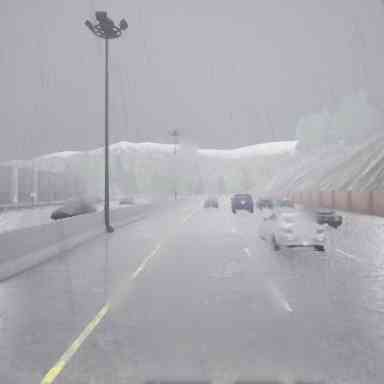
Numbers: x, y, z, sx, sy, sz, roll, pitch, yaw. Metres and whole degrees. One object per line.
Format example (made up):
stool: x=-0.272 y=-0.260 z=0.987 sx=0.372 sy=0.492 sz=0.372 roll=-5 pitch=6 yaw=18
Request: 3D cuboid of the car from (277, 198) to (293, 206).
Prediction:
car: x=13.419 y=1.526 z=48.268 sx=1.812 sy=1.442 sz=4.674 roll=0 pitch=0 yaw=4

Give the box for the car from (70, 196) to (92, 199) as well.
car: x=-15.233 y=1.507 z=43.537 sx=1.837 sy=1.490 sz=4.892 roll=0 pitch=-1 yaw=4

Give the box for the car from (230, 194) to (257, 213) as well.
car: x=5.485 y=1.223 z=36.695 sx=2.150 sy=2.045 sz=5.566 roll=0 pitch=0 yaw=5

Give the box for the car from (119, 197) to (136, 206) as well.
car: x=-10.802 y=1.564 z=55.710 sx=1.994 sy=1.385 sz=4.181 roll=0 pitch=0 yaw=4

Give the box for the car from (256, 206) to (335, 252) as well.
car: x=4.028 y=1.525 z=13.787 sx=1.812 sy=1.442 sz=4.674 roll=0 pitch=0 yaw=3

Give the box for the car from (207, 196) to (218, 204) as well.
car: x=3.951 y=1.547 z=64.213 sx=2.033 sy=1.411 sz=5.357 roll=0 pitch=0 yaw=4

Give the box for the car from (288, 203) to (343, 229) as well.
car: x=7.917 y=1.601 z=21.525 sx=1.895 sy=1.301 sz=4.718 roll=0 pitch=0 yaw=3

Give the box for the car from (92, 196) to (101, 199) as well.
car: x=-17.502 y=1.495 z=58.722 sx=1.837 sy=1.490 sz=4.892 roll=0 pitch=3 yaw=4

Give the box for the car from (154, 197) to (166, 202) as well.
car: x=-6.496 y=1.598 z=67.489 sx=1.895 sy=1.301 sz=4.718 roll=0 pitch=0 yaw=3

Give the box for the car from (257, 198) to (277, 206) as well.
car: x=9.572 y=1.503 z=43.919 sx=1.837 sy=1.490 sz=4.892 roll=0 pitch=0 yaw=5

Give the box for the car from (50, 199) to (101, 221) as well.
car: x=-9.455 y=1.547 z=27.067 sx=2.033 sy=1.411 sz=5.357 roll=0 pitch=0 yaw=4

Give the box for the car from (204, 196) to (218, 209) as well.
car: x=2.741 y=1.601 z=46.322 sx=1.895 sy=1.301 sz=4.718 roll=0 pitch=0 yaw=4
